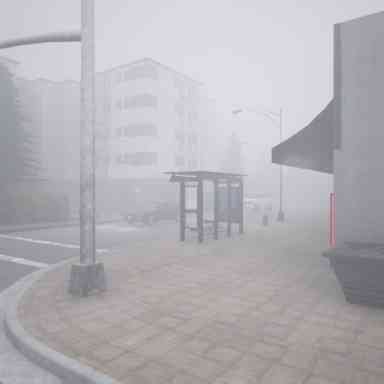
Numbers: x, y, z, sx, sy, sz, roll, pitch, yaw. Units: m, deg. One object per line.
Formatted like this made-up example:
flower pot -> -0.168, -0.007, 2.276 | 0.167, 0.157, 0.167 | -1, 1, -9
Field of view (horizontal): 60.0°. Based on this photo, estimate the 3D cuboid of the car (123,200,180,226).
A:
car -> -2.399, 1.328, 22.225 | 1.837, 1.490, 4.892 | 0, 0, 36

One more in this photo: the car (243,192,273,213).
car -> 6.513, 1.041, 34.618 | 2.150, 2.045, 5.566 | 0, 1, 36
